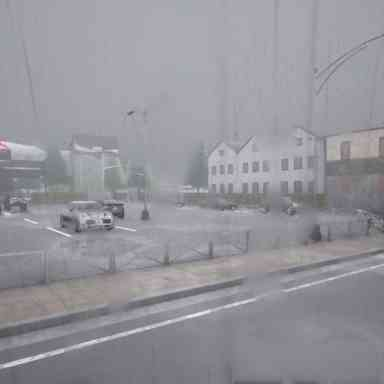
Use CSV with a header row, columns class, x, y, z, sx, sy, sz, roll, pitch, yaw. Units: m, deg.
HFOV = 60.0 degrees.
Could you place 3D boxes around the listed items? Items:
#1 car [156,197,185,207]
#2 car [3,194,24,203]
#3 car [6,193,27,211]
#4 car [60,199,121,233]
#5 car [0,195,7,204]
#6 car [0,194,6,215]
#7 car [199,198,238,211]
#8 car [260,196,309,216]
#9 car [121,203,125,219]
class,x,y,z,sx,sy,sz,roll,pitch,yaw
car,-3.078,1.371,46.860,2.033,1.411,5.357,0,0,-35
car,-39.270,1.328,73.021,3.866,1.878,1.905,0,0,-36
car,-20.135,1.092,37.938,1.905,1.878,3.866,0,0,-36
car,-5.620,1.248,17.672,1.970,1.475,3.806,0,0,-36
car,-39.497,1.495,65.893,4.611,1.667,2.242,0,0,-36
car,-18.223,1.113,29.628,1.932,1.855,4.605,0,0,-36
car,2.925,1.371,38.366,2.033,1.411,5.357,0,0,-36
car,8.460,1.176,30.600,2.097,1.767,4.553,0,0,-35
car,-6.749,1.313,25.535,2.007,1.523,4.514,0,0,-36
